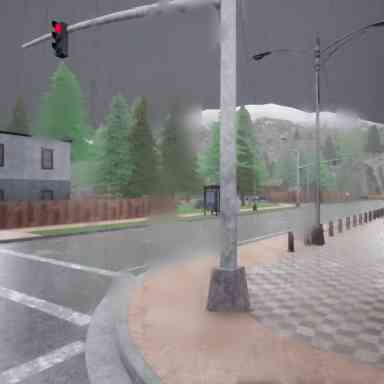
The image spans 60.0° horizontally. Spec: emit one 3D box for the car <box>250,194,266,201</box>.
[{"bbox_3d":[15.311,1.144,76.300,1.932,1.855,4.605,0,0,36],"label":"car"}]

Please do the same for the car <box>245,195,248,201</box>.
[{"bbox_3d":[13.046,1.146,77.459,1.905,1.878,3.866,0,0,36],"label":"car"}]
